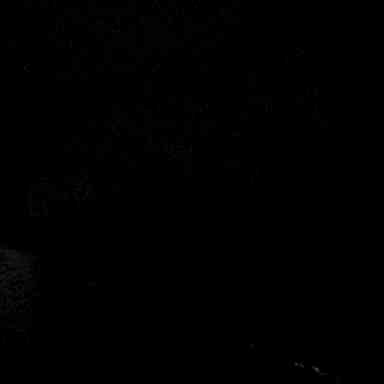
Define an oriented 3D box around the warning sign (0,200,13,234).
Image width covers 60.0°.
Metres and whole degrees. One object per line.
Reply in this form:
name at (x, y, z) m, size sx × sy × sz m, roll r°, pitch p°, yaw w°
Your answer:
warning sign at (-10.906, 1.403, 18.569) m, size 1.300 × 1.860 × 1.060 m, roll -2°, pitch 0°, yaw -44°
